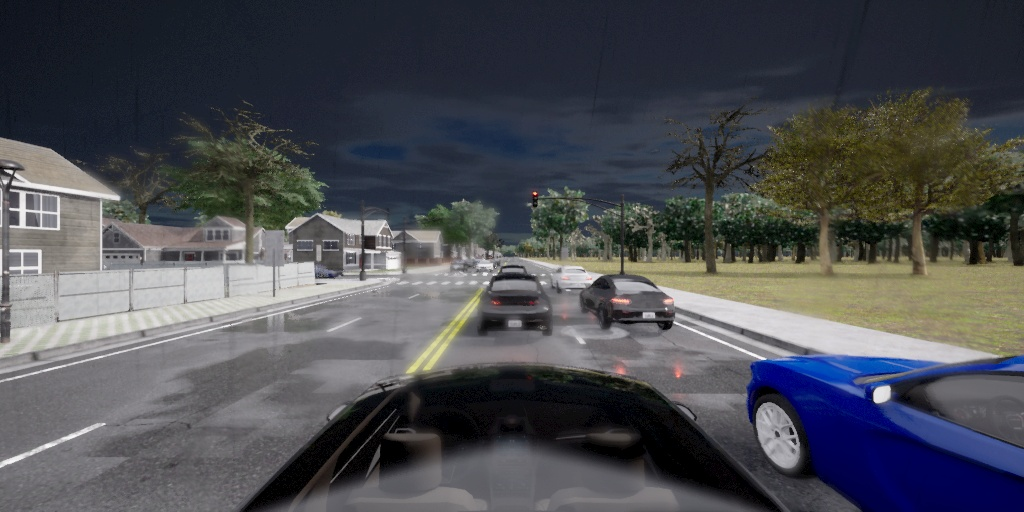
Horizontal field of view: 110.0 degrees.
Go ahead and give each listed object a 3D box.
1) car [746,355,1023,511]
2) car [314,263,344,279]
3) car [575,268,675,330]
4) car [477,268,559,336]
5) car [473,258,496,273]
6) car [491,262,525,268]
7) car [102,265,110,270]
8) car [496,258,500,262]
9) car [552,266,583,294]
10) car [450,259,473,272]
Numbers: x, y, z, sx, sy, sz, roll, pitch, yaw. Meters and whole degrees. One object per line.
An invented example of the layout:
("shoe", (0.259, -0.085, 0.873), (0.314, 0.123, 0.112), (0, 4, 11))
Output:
("car", (3.350, 1.228, 1.695), (1.882, 1.535, 5.008), (0, 0, 0))
("car", (-17.391, 1.324, 30.768), (5.357, 1.411, 2.033), (0, 0, 2))
("car", (3.334, 1.275, 11.009), (1.812, 1.442, 4.674), (0, 0, 0))
("car", (0.084, 1.255, 10.370), (1.837, 1.490, 4.892), (0, 0, 0))
("car", (-3.339, 1.267, 44.642), (1.812, 1.442, 4.674), (0, 0, 0))
("car", (0.060, 1.254, 19.786), (1.837, 1.490, 4.892), (0, 0, 0))
("car", (-36.642, 1.301, 30.883), (4.902, 1.511, 2.128), (0, 0, 0))
("car", (-3.328, 1.237, 55.028), (1.837, 1.490, 4.892), (0, 0, 1))
("car", (3.313, 1.275, 20.114), (1.812, 1.442, 4.674), (0, 0, 0))
("car", (-6.587, 1.232, 45.091), (2.128, 1.511, 4.902), (0, 0, 0))
